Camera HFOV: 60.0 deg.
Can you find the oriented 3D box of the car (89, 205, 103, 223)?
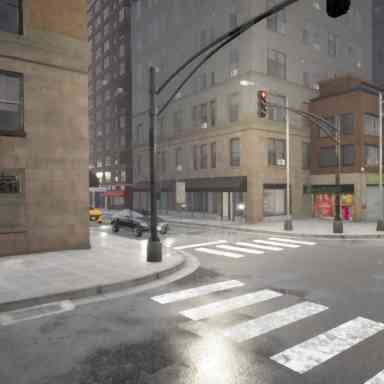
[{"bbox_3d":[-8.916,1.730,26.997,1.882,1.535,5.008,-1,0,-37],"label":"car"}]

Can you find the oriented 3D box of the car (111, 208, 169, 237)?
[{"bbox_3d":[-3.198,1.694,19.496,1.812,1.442,4.674,-1,0,-38],"label":"car"}]
